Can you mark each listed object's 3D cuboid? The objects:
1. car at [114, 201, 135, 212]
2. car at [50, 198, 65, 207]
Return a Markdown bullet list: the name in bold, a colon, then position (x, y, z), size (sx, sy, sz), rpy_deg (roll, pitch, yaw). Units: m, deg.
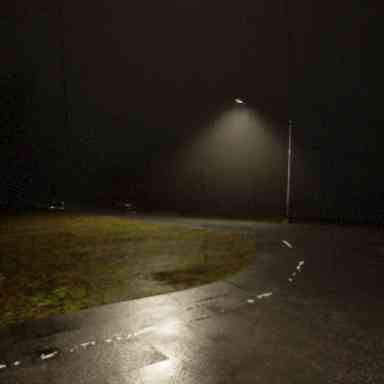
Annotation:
- **car**: position (-10.669, 2.243, 52.077), size (2.128, 1.511, 4.902), rpy_deg (4, -3, -35)
- **car**: position (-24.908, 1.883, 61.548), size (2.097, 1.767, 4.553), rpy_deg (4, -3, -29)
